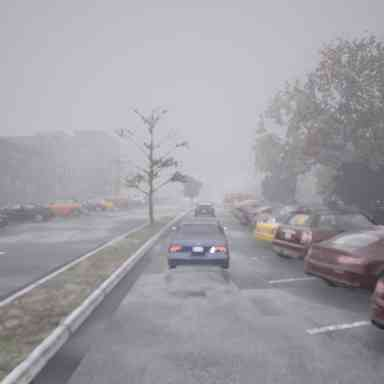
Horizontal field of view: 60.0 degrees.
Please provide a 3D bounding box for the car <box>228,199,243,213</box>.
[{"bbox_3d":[5.614,1.543,25.678,4.792,1.488,2.163,1,0,-17],"label":"car"}]

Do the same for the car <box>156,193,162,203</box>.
[{"bbox_3d":[-9.463,1.326,66.664,5.566,2.045,2.435,-1,0,-15],"label":"car"}]

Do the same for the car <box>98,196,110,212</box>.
[{"bbox_3d":[-11.973,1.537,36.668,5.008,1.535,2.097,-1,0,-16],"label":"car"}]

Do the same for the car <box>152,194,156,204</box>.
[{"bbox_3d":[-10.019,1.319,60.648,5.566,2.045,2.435,-1,0,-15],"label":"car"}]

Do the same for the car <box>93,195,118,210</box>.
[{"bbox_3d":[-11.911,1.541,39.616,5.366,1.575,1.946,-1,0,-16],"label":"car"}]

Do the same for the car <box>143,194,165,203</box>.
[{"bbox_3d":[-8.687,1.464,75.641,4.553,1.767,2.185,-1,0,-15],"label":"car"}]

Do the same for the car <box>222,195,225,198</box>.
[{"bbox_3d":[6.413,1.523,40.406,5.366,1.575,1.946,1,0,-15],"label":"car"}]

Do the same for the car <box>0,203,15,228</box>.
[{"bbox_3d":[-13.042,1.507,18.577,5.008,1.535,2.097,-1,0,-18],"label":"car"}]

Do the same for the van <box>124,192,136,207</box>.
[{"bbox_3d":[-10.891,1.327,48.716,4.442,1.987,1.878,-1,0,-15],"label":"van"}]

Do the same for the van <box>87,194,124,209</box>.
[{"bbox_3d":[-11.386,1.319,42.711,4.442,1.987,1.878,-1,0,-15],"label":"van"}]

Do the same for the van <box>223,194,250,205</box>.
[{"bbox_3d":[8.197,1.325,61.185,4.442,1.987,1.878,1,0,-15],"label":"van"}]

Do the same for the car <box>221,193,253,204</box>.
[{"bbox_3d":[8.586,1.305,64.194,5.566,2.045,2.435,1,0,-15],"label":"car"}]

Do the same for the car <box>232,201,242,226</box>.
[{"bbox_3d":[5.285,1.506,19.749,5.008,1.535,2.097,1,0,-17],"label":"car"}]

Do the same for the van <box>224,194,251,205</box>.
[{"bbox_3d":[7.951,1.321,58.218,4.442,1.987,1.878,1,0,-15],"label":"van"}]

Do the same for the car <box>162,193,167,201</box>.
[{"bbox_3d":[-8.954,1.334,72.657,5.566,2.045,2.435,-1,0,-15],"label":"car"}]

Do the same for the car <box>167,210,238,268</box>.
[{"bbox_3d":[0.246,1.562,11.290,2.033,1.411,5.357,0,0,2],"label":"car"}]

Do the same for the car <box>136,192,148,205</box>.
[{"bbox_3d":[-10.524,1.312,54.661,5.566,2.045,2.435,-1,0,-15],"label":"car"}]

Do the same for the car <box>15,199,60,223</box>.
[{"bbox_3d":[-12.742,1.517,24.607,5.008,1.535,2.097,-1,0,-17],"label":"car"}]

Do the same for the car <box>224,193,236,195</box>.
[{"bbox_3d":[6.856,1.281,43.433,5.566,2.045,2.435,1,0,-15],"label":"car"}]

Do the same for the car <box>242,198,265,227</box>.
[{"bbox_3d":[5.205,1.379,16.794,4.553,1.767,2.185,1,0,-18],"label":"car"}]

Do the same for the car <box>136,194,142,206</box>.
[{"bbox_3d":[-10.750,1.558,51.678,5.008,1.535,2.097,-1,0,-15],"label":"car"}]

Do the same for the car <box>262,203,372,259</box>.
[{"bbox_3d":[4.959,1.372,10.861,4.553,1.767,2.185,1,0,-18],"label":"car"}]

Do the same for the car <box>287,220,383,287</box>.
[{"bbox_3d":[4.917,1.535,7.909,4.674,1.452,2.002,1,0,-19],"label":"car"}]

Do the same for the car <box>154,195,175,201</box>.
[{"bbox_3d":[-7.573,1.583,90.620,5.366,1.575,1.946,-1,0,-15],"label":"car"}]

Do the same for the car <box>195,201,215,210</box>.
[{"bbox_3d":[1.276,1.568,32.449,1.812,1.442,4.674,0,0,4],"label":"car"}]

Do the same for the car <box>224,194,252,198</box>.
[{"bbox_3d":[6.118,1.396,34.532,4.553,1.767,2.185,1,0,-16],"label":"car"}]

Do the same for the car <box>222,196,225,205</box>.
[{"bbox_3d":[6.357,1.526,37.500,4.892,1.521,2.231,1,0,-16],"label":"car"}]

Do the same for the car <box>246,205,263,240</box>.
[{"bbox_3d":[5.247,1.500,13.889,5.366,1.575,1.946,1,0,-18],"label":"car"}]

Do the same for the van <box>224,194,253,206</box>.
[{"bbox_3d":[7.705,1.318,55.250,4.442,1.987,1.878,1,0,-15],"label":"van"}]

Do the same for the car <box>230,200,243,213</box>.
[{"bbox_3d":[5.399,1.539,22.692,4.792,1.488,2.163,1,0,-17],"label":"car"}]

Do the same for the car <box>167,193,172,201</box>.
[{"bbox_3d":[-8.195,1.598,81.639,5.008,1.535,2.097,-1,0,-15],"label":"car"}]

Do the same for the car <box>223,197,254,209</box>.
[{"bbox_3d":[5.934,1.519,31.581,5.008,1.535,2.097,1,0,-16],"label":"car"}]

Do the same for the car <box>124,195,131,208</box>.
[{"bbox_3d":[-11.276,1.580,45.668,4.792,1.488,2.163,-1,0,-15],"label":"car"}]

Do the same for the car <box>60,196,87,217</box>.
[{"bbox_3d":[-12.363,1.401,30.642,4.553,1.767,2.185,-1,0,-17],"label":"car"}]

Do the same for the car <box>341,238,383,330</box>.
[{"bbox_3d":[4.871,1.532,4.948,4.674,1.452,2.002,1,0,-19],"label":"car"}]

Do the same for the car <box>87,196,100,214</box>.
[{"bbox_3d":[-12.169,1.533,33.656,4.892,1.521,2.231,-1,0,-16],"label":"car"}]
